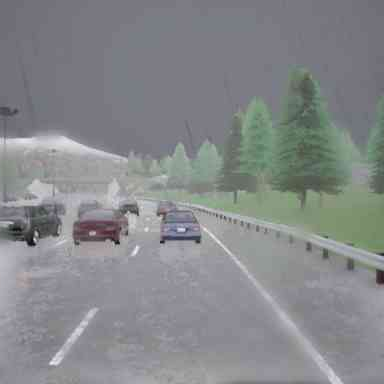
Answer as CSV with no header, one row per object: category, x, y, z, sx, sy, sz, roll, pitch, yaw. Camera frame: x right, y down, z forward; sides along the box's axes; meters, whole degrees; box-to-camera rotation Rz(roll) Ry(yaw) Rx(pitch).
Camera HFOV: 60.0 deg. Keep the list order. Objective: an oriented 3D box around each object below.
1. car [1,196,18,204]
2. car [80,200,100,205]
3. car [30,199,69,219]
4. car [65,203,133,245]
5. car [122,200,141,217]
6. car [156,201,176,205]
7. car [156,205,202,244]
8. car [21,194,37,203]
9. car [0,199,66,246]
car,-36.159,1.510,66.008,2.033,1.411,5.357,0,0,-17
car,-9.358,1.492,30.851,2.128,1.511,4.902,0,0,-9
car,-12.818,1.492,30.325,2.128,1.511,4.902,0,0,-9
car,-4.100,1.482,15.559,1.882,1.535,5.008,0,0,-4
car,-5.897,1.514,31.377,1.837,1.490,4.892,0,0,-9
car,-2.437,1.570,31.903,1.994,1.385,4.181,0,0,-9
car,-0.610,1.560,15.823,2.033,1.411,5.357,0,0,-4
car,-32.826,1.325,67.078,2.097,1.767,4.553,0,0,-17
car,-7.588,1.363,15.265,2.097,1.767,4.553,0,0,-4
